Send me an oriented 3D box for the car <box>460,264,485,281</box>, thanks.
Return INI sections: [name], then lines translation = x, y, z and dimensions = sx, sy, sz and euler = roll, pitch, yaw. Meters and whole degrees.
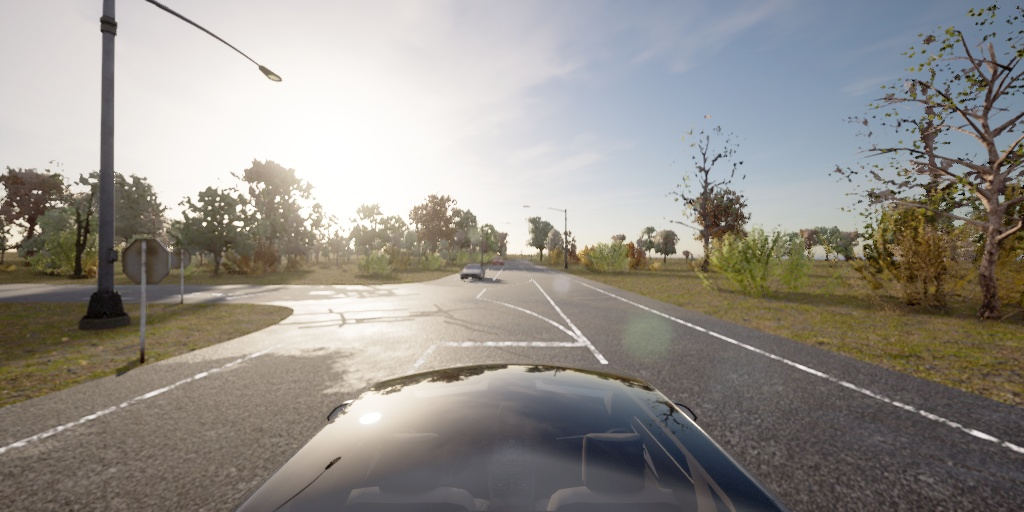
[car]
translation = -3.400, 1.429, 31.909
dimensions = 2.033, 1.411, 5.357
euler = 0, 0, 0
